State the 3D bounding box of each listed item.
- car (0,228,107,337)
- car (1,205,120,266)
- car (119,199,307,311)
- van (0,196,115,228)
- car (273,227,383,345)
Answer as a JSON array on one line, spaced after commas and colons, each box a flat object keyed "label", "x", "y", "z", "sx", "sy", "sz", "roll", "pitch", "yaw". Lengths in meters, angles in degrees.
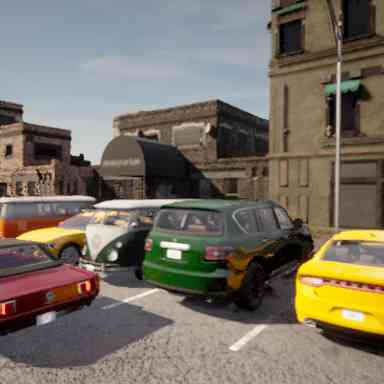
[{"label": "car", "x": -3.949, "y": 1.553, "z": 6.184, "sx": 4.718, "sy": 1.301, "sz": 1.895, "roll": 1, "pitch": 0, "yaw": 35}, {"label": "car", "x": -3.273, "y": 1.415, "z": 11.293, "sx": 2.097, "sy": 1.535, "sz": 5.008, "roll": 1, "pitch": 0, "yaw": 35}, {"label": "car", "x": 1.233, "y": 1.204, "z": 8.109, "sx": 2.435, "sy": 2.045, "sz": 5.566, "roll": 1, "pitch": 0, "yaw": 35}, {"label": "van", "x": -5.453, "y": 1.169, "z": 12.983, "sx": 1.878, "sy": 1.987, "sz": 4.442, "roll": 0, "pitch": 0, "yaw": 35}, {"label": "car", "x": 3.559, "y": 1.475, "z": 6.409, "sx": 2.097, "sy": 1.535, "sz": 5.008, "roll": 0, "pitch": 0, "yaw": 35}]
